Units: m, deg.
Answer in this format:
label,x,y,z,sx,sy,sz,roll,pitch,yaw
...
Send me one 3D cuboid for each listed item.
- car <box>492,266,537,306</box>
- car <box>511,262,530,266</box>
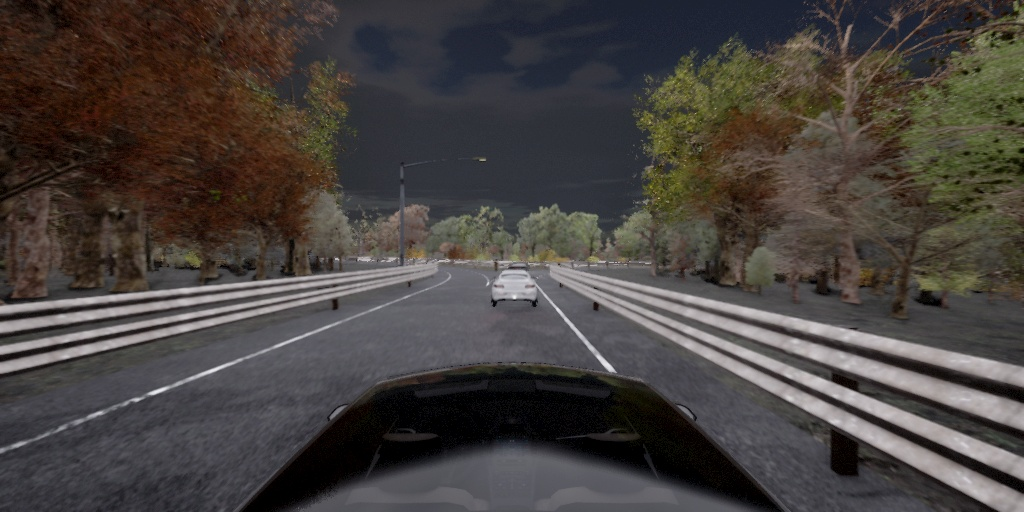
label,x,y,z,sx,sy,sz,roll,pitch,yaw
car,0.098,1.325,15.924,1.812,1.442,4.674,0,0,0
car,0.879,1.327,34.888,1.882,1.535,5.008,1,0,8
